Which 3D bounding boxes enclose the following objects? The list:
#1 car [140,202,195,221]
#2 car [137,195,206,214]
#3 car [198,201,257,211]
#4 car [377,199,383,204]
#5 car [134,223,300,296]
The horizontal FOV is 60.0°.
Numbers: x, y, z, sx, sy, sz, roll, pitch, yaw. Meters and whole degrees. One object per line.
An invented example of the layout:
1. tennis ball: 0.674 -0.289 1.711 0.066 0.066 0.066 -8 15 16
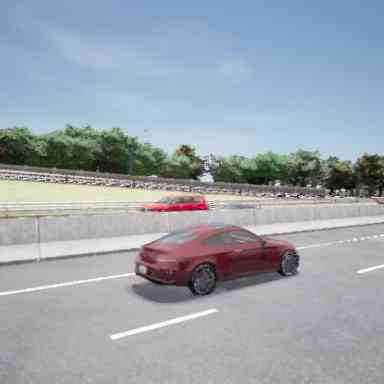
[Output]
1. car: -2.051 1.587 28.323 4.181 1.385 1.994 0 0 -36
2. car: -1.255 1.242 24.594 5.566 2.045 2.150 0 0 -35
3. car: 2.981 1.551 23.315 4.674 1.442 1.812 0 0 -36
4. car: 30.754 1.614 51.664 5.008 1.535 1.882 0 0 -35
5. car: 0.792 1.534 8.627 4.674 1.442 1.812 0 0 -36
